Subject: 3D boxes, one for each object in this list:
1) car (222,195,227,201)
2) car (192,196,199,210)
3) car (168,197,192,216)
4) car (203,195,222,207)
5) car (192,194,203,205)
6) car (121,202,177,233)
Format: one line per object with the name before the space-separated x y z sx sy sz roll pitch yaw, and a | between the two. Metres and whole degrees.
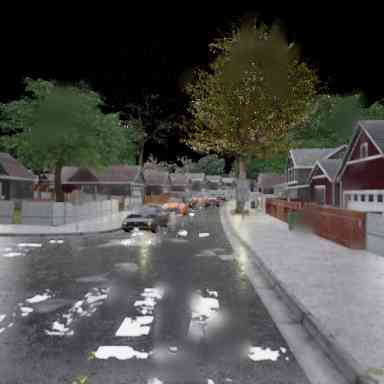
car | 6.143 1.256 69.174 1.895 1.301 4.718 0 1 10
car | -0.565 1.477 41.817 1.895 1.301 4.718 0 0 6
car | -1.477 1.293 31.802 2.097 1.767 4.553 0 0 5
car | 2.979 1.363 47.216 1.812 1.442 4.674 0 0 7
car | 0.767 1.154 52.940 2.097 1.767 4.553 0 0 8
car | -2.547 1.545 19.874 2.033 1.411 5.357 0 0 8
